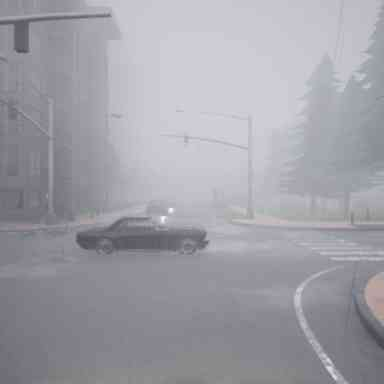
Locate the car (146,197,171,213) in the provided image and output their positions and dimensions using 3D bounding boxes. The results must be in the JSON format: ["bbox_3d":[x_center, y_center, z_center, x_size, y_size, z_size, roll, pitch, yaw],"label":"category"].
[{"bbox_3d":[-3.558,1.498,34.358,1.882,1.535,5.008,0,0,0],"label":"car"}]

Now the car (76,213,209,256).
[{"bbox_3d":[-1.722,1.616,12.509,4.718,1.301,1.895,0,0,-2],"label":"car"}]

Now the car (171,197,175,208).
[{"bbox_3d":[-3.532,1.518,49.222,2.128,1.511,4.902,0,0,0],"label":"car"}]
